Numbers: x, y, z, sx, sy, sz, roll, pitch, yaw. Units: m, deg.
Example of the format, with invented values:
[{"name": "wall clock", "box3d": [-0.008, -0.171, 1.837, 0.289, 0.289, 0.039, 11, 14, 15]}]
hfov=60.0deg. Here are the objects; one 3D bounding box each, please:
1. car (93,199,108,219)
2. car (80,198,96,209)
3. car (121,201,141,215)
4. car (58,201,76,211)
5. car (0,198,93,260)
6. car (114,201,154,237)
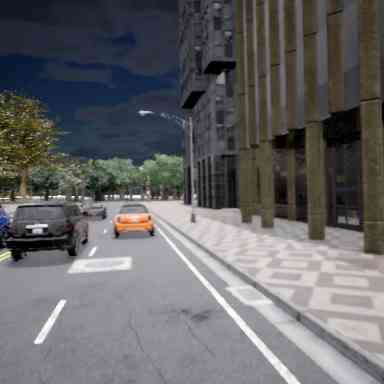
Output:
[{"name": "car", "box3d": [-9.042, 1.779, 31.594, 2.128, 1.511, 4.902, -1, 0, -11]}, {"name": "car", "box3d": [-16.779, 1.818, 53.980, 1.837, 1.490, 4.892, -1, 0, -11]}, {"name": "car", "box3d": [-7.123, 1.798, 38.786, 2.033, 1.411, 5.357, -1, 0, -11]}, {"name": "car", "box3d": [-19.961, 2.172, 53.359, 1.994, 1.385, 4.181, -1, 0, -11]}, {"name": "car", "box3d": [-5.557, 1.387, 13.497, 2.150, 2.045, 5.566, -1, 0, -11]}, {"name": "car", "box3d": [-3.382, 1.472, 19.312, 2.097, 1.767, 4.553, -1, 0, -11]}]
